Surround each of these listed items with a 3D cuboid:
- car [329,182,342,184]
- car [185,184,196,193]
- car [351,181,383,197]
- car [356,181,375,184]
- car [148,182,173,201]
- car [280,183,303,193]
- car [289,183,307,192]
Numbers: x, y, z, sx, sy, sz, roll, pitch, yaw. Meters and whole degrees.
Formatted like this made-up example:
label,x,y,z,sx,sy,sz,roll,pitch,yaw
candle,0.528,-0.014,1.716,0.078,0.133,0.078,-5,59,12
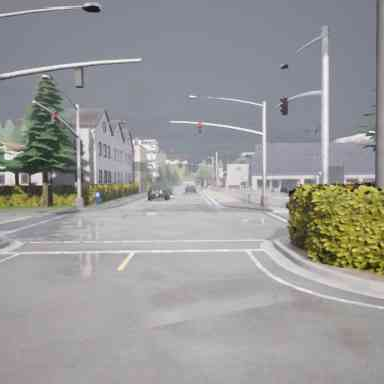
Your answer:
label,x,y,z,sx,sy,sz,roll,pitch,yaw
car,25.243,-1.043,59.531,2.152,1.636,5.027,-1,2,-1
car,-0.233,-0.596,58.710,2.128,1.511,4.902,-1,2,0
car,22.216,-0.466,42.137,1.932,1.855,4.605,-1,2,-1
car,18.980,-0.180,34.253,1.905,1.878,3.866,-1,2,-1
car,-3.761,-0.122,38.286,2.150,2.045,5.566,-1,2,0
car,15.213,-0.535,52.107,2.007,1.523,4.514,-1,2,-1
car,18.829,-0.883,59.171,1.970,1.475,3.806,-1,2,-1
